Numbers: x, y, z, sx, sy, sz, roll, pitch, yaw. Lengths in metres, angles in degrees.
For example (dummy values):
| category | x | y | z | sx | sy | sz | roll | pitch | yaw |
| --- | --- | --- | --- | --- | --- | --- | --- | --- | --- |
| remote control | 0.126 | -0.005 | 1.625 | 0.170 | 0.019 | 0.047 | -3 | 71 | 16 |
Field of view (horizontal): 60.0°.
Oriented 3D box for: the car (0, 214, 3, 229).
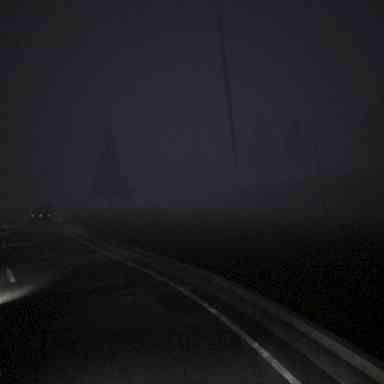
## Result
| category | x | y | z | sx | sy | sz | roll | pitch | yaw |
| --- | --- | --- | --- | --- | --- | --- | --- | --- | --- |
| car | -14.081 | 1.951 | 22.534 | 1.882 | 1.535 | 5.008 | -1 | -1 | -26 |

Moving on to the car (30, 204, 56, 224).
| category | x | y | z | sx | sy | sz | roll | pitch | yaw |
| --- | --- | --- | --- | --- | --- | --- | --- | --- | --- |
| car | -14.019 | 2.125 | 31.061 | 2.033 | 1.411 | 5.357 | -1 | -1 | -23 |

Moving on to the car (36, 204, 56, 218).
| category | x | y | z | sx | sy | sz | roll | pitch | yaw |
| --- | --- | --- | --- | --- | --- | --- | --- | --- | --- |
| car | -17.639 | 2.247 | 40.305 | 1.837 | 1.490 | 4.892 | -1 | 0 | -19 |
